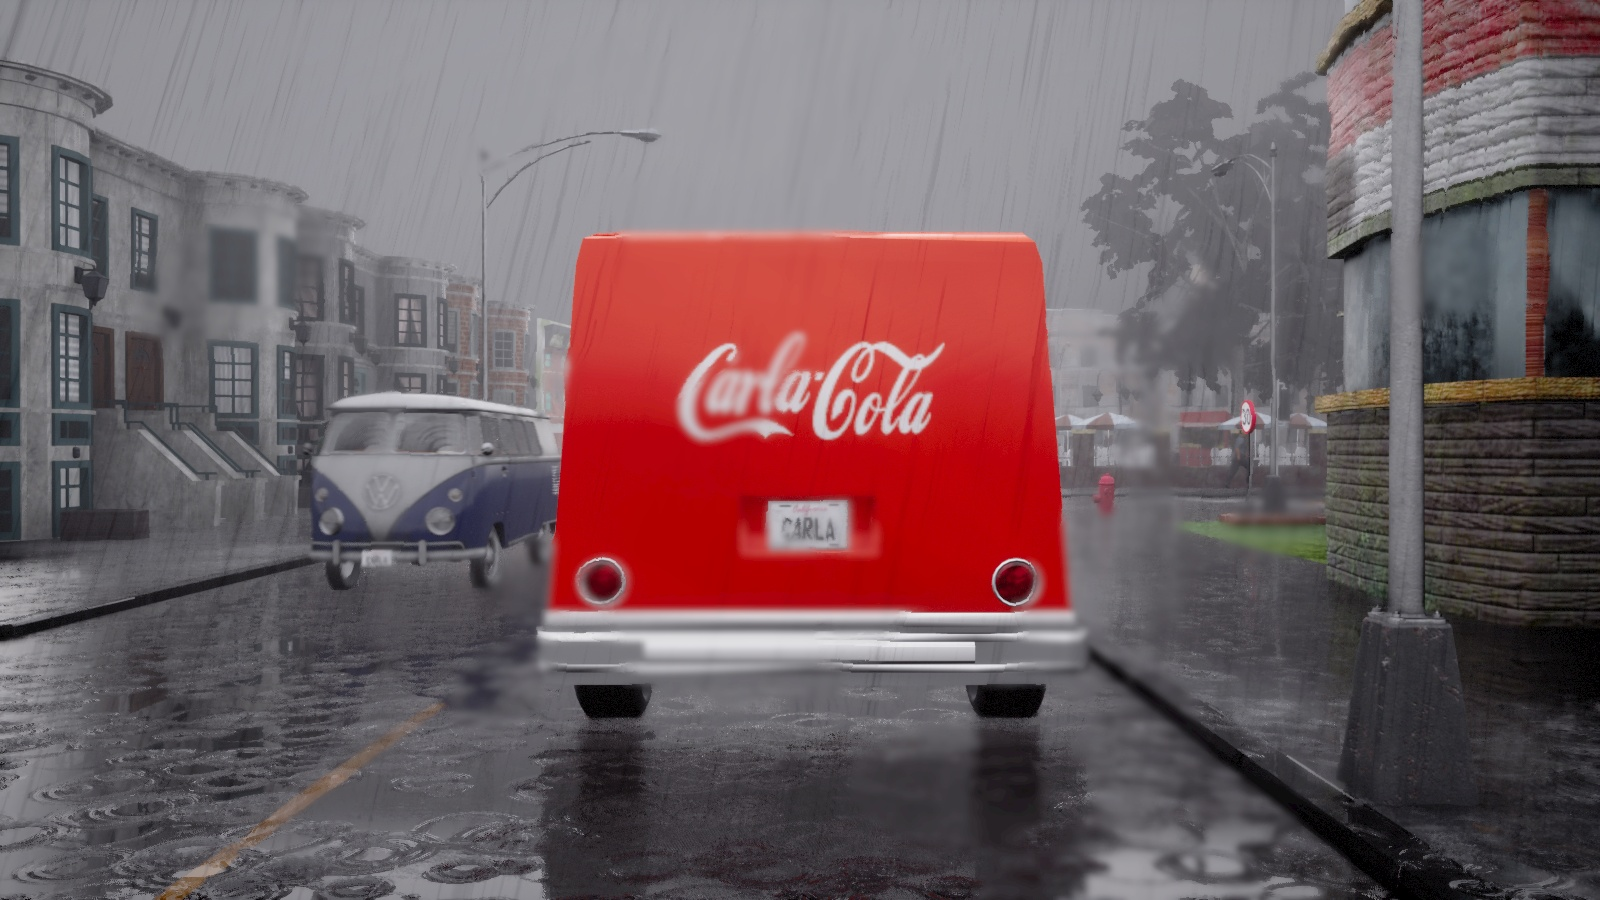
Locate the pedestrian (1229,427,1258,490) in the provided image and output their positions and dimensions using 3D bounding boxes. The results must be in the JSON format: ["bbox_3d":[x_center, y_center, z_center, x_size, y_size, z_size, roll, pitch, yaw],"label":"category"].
[{"bbox_3d":[13.242,0.255,37.511,0.694,1.848,0.540,0,0,2],"label":"pedestrian"}]

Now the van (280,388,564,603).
[{"bbox_3d":[-3.912,0.421,13.838,1.775,1.987,4.442,0,0,0],"label":"van"}]

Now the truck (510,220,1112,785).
[{"bbox_3d":[0.060,0.214,8.087,2.627,2.467,5.204,0,0,0],"label":"truck"}]
